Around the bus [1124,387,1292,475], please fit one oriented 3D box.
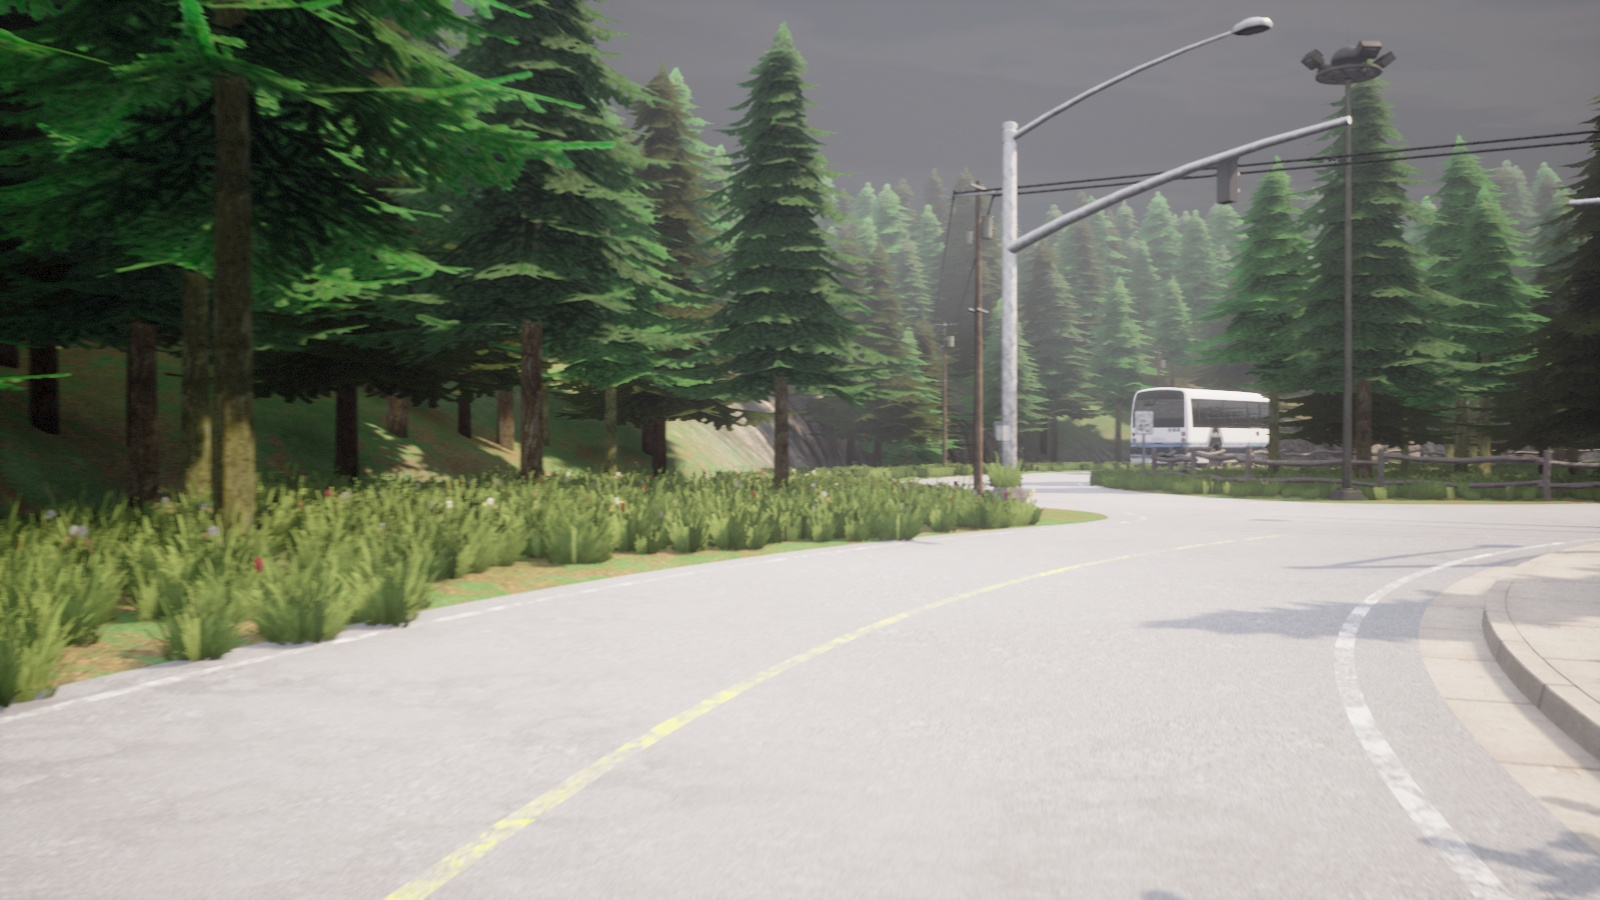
[{"bbox_3d":[21.371,-0.928,65.305,10.273,4.253,3.944,0,0,-44],"label":"bus"}]
